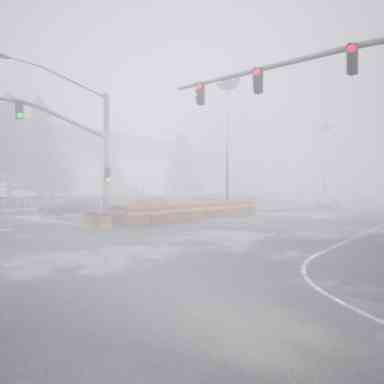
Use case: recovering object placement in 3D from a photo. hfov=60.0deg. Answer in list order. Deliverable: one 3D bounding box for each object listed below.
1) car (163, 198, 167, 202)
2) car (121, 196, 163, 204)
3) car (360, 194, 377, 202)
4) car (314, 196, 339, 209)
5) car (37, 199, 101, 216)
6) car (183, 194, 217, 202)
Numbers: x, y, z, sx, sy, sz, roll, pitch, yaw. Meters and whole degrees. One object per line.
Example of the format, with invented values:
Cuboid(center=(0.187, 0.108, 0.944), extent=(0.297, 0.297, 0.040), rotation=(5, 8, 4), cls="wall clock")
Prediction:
Cuboid(center=(-4.762, 1.188, 36.645), extent=(1.837, 1.490, 4.892), rotation=(0, 1, 39), cls="car")
Cuboid(center=(-5.112, 1.298, 30.632), extent=(1.994, 1.385, 4.181), rotation=(0, 1, 39), cls="car")
Cuboid(center=(30.896, 1.074, 58.226), extent=(2.033, 1.411, 5.357), rotation=(0, 0, 40), cls="car")
Cuboid(center=(16.238, 1.196, 40.098), extent=(1.812, 1.442, 4.674), rotation=(0, 1, 39), cls="car")
Cuboid(center=(-10.678, 1.288, 29.298), extent=(2.033, 1.411, 5.357), rotation=(0, 1, 39), cls="car")
Cuboid(center=(0.708, 1.225, 37.859), extent=(2.033, 1.411, 5.357), rotation=(0, 1, 39), cls="car")
